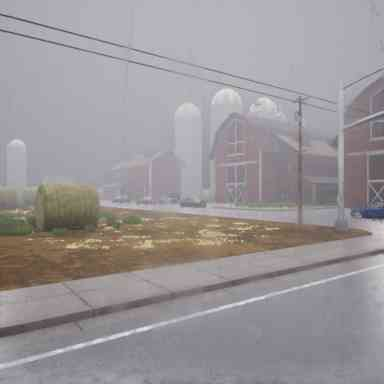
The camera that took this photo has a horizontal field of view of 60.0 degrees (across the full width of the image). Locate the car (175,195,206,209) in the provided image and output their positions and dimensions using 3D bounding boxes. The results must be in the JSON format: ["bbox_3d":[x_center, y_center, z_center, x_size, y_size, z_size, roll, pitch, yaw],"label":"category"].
[{"bbox_3d":[0.071,1.496,45.330,1.812,1.442,4.674,0,0,-37],"label":"car"}]

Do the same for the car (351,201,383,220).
[{"bbox_3d":[14.785,1.450,25.495,1.882,1.535,5.008,0,0,-37],"label":"car"}]

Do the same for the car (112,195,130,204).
[{"bbox_3d":[-13.748,1.324,64.005,2.097,1.767,4.553,0,0,-37],"label":"car"}]

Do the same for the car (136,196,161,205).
[{"bbox_3d":[-7.653,1.479,55.756,1.812,1.442,4.674,0,0,-36],"label":"car"}]

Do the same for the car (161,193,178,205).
[{"bbox_3d":[-3.979,1.116,57.640,3.866,1.878,1.905,-2,5,11],"label":"car"}]
